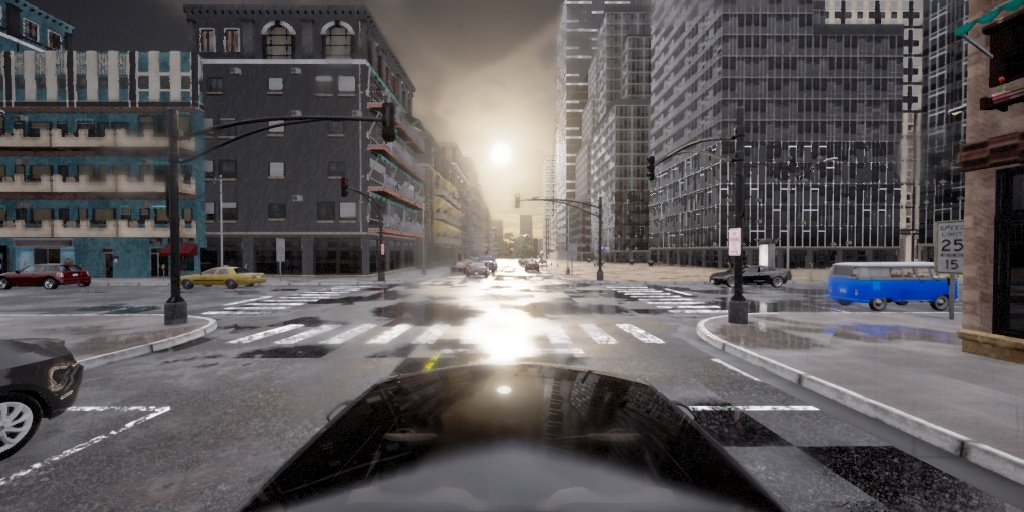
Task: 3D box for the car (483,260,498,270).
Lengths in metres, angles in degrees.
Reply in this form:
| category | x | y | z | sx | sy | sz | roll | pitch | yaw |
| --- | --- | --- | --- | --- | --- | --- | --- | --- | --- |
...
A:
| category | x | y | z | sx | sy | sz | roll | pitch | yaw |
| --- | --- | --- | --- | --- | --- | --- | --- | --- | --- |
| car | -3.206 | 1.309 | 54.101 | 1.994 | 1.385 | 4.181 | 0 | 0 | 0 |

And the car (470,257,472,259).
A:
| category | x | y | z | sx | sy | sz | roll | pitch | yaw |
| --- | --- | --- | --- | --- | --- | --- | --- | --- | --- |
| car | -5.794 | 1.184 | 45.893 | 1.967 | 1.591 | 4.097 | 0 | 0 | 0 |

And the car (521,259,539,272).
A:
| category | x | y | z | sx | sy | sz | roll | pitch | yaw |
| --- | --- | --- | --- | --- | --- | --- | --- | --- | --- |
| car | 2.554 | 1.289 | 45.970 | 1.888 | 1.381 | 4.507 | 0 | 0 | 0 |

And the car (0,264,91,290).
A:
| category | x | y | z | sx | sy | sz | roll | pitch | yaw |
| --- | --- | --- | --- | --- | --- | --- | --- | --- | --- |
| car | -28.828 | 1.189 | 22.090 | 4.097 | 1.591 | 1.967 | 0 | 0 | 0 |

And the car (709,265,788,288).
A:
| category | x | y | z | sx | sy | sz | roll | pitch | yaw |
| --- | --- | --- | --- | --- | --- | --- | --- | --- | --- |
| car | 14.628 | 1.215 | 22.262 | 4.313 | 1.339 | 1.948 | 0 | 0 | 0 |

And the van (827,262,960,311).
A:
| category | x | y | z | sx | sy | sz | roll | pitch | yaw |
| --- | --- | --- | --- | --- | --- | --- | --- | --- | --- |
| van | 14.661 | 1.117 | 13.882 | 3.998 | 1.789 | 1.690 | 0 | 0 | 0 |

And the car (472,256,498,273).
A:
| category | x | y | z | sx | sy | sz | roll | pitch | yaw |
| --- | --- | --- | --- | --- | --- | --- | --- | --- | --- |
| car | -3.193 | 0.966 | 44.127 | 2.150 | 2.045 | 5.566 | 0 | 0 | 0 |

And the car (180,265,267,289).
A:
| category | x | y | z | sx | sy | sz | roll | pitch | yaw |
| --- | --- | --- | --- | --- | --- | --- | --- | --- | --- |
| car | -17.930 | 1.247 | 22.133 | 4.829 | 1.417 | 1.751 | 0 | 0 | 0 |

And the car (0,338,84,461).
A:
| category | x | y | z | sx | sy | sz | roll | pitch | yaw |
| --- | --- | --- | --- | --- | --- | --- | --- | --- | --- |
| car | -5.692 | 1.300 | 2.178 | 2.007 | 1.370 | 4.403 | 0 | 0 | 0 |

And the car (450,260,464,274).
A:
| category | x | y | z | sx | sy | sz | roll | pitch | yaw |
| --- | --- | --- | --- | --- | --- | --- | --- | --- | --- |
| car | -5.780 | 1.289 | 40.245 | 1.888 | 1.381 | 4.507 | 0 | 0 | 0 |

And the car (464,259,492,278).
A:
| category | x | y | z | sx | sy | sz | roll | pitch | yaw |
| --- | --- | --- | --- | --- | --- | --- | --- | --- | --- |
| car | -3.174 | 1.270 | 34.221 | 1.812 | 1.442 | 4.674 | 0 | 0 | 0 |
